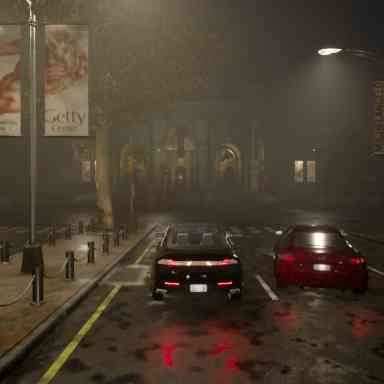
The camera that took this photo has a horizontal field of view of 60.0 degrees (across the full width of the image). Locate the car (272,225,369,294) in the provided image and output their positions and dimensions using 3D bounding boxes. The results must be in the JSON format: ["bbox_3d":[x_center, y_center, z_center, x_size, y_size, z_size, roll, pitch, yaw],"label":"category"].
[{"bbox_3d":[3.250,1.564,8.974,1.994,1.385,4.181,0,0,14],"label":"car"}]

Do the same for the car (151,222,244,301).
[{"bbox_3d":[0.078,1.491,8.322,2.128,1.511,4.902,0,0,-1],"label":"car"}]
